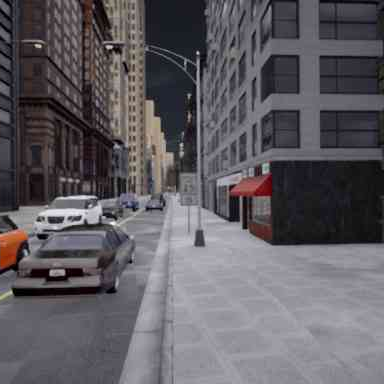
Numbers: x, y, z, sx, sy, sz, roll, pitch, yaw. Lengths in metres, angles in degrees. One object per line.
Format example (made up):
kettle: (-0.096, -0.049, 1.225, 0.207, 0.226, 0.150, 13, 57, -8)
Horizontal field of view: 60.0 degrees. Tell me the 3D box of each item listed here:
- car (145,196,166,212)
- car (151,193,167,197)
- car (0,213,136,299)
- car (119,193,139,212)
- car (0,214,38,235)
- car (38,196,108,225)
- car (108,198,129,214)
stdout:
car: (-4.331, 1.507, 38.772, 1.994, 1.385, 4.181, 0, 0, -3)
car: (-4.970, 1.145, 48.861, 2.150, 2.045, 5.566, 0, 0, -3)
car: (-2.639, 1.540, 8.659, 2.033, 1.411, 5.357, 0, 0, -3)
car: (-7.433, 1.191, 38.610, 2.150, 2.045, 5.566, 0, 0, -3)
car: (-5.696, 1.372, 7.808, 2.097, 1.767, 4.553, 0, 0, -3)
car: (-6.260, 1.227, 17.587, 2.150, 2.045, 5.566, 0, 0, -3)
car: (-6.852, 1.536, 27.889, 2.033, 1.411, 5.357, 0, 0, -3)
